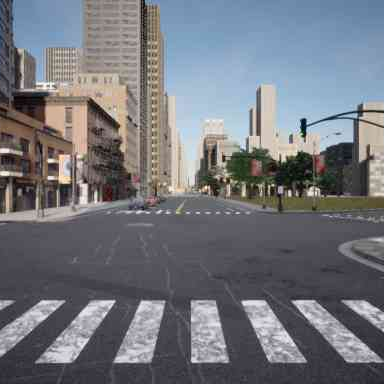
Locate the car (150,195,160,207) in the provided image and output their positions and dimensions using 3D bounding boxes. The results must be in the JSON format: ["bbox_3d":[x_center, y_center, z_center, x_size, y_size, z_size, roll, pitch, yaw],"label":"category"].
[{"bbox_3d":[-6.616,1.294,50.596,2.097,1.767,4.553,0,0,0],"label":"car"}]

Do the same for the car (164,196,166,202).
[{"bbox_3d":[-6.520,1.501,69.779,1.895,1.301,4.718,0,0,0],"label":"car"}]

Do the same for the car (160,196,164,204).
[{"bbox_3d":[-6.599,1.491,59.647,1.994,1.385,4.181,0,0,0],"label":"car"}]

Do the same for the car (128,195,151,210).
[{"bbox_3d":[-6.637,1.483,41.544,1.812,1.442,4.674,0,0,0],"label":"car"}]
